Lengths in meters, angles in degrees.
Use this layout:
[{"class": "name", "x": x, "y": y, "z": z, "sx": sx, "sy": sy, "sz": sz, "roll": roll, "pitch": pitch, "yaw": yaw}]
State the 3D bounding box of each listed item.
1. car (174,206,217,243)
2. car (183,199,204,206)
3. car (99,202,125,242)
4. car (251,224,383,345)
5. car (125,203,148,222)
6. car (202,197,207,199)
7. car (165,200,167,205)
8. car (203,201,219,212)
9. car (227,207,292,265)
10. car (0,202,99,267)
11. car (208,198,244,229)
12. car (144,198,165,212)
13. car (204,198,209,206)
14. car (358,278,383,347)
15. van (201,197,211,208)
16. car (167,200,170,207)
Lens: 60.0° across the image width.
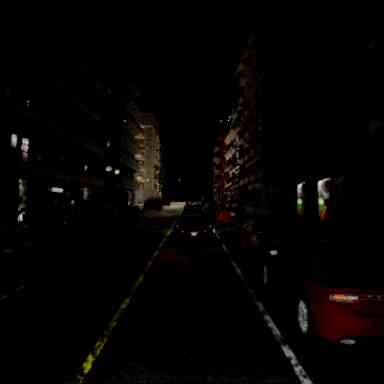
[{"class": "car", "x": 0.078, "y": 1.667, "z": 16.891, "sx": 1.812, "sy": 1.442, "sz": 4.674, "roll": 0, "pitch": 0, "yaw": 0}, {"class": "car", "x": 0.086, "y": 1.794, "z": 34.612, "sx": 2.128, "sy": 1.511, "sz": 4.902, "roll": 0, "pitch": -1, "yaw": 0}, {"class": "car", "x": -5.299, "y": 1.462, "z": 17.621, "sx": 2.192, "sy": 1.841, "sz": 5.009, "roll": 1, "pitch": 0, "yaw": 0}, {"class": "car", "x": 2.581, "y": 1.599, "z": 6.501, "sx": 1.887, "sy": 1.381, "sz": 4.507, "roll": 1, "pitch": 0, "yaw": 0}, {"class": "car", "x": -5.311, "y": 1.812, "z": 28.681, "sx": 1.947, "sy": 1.339, "sz": 4.313, "roll": 1, "pitch": -1, "yaw": 0}, {"class": "car", "x": 2.527, "y": 1.842, "z": 56.283, "sx": 2.192, "sy": 1.841, "sz": 5.009, "roll": 1, "pitch": -1, "yaw": 0}, {"class": "car", "x": -5.322, "y": 2.012, "z": 50.801, "sx": 1.887, "sy": 1.381, "sz": 4.507, "roll": 1, "pitch": -1, "yaw": 0}, {"class": "car", "x": 2.527, "y": 1.991, "z": 45.218, "sx": 1.802, "sy": 1.307, "sz": 4.206, "roll": 1, "pitch": -1, "yaw": 0}, {"class": "car", "x": 2.588, "y": 1.540, "z": 12.034, "sx": 1.967, "sy": 1.590, "sz": 4.097, "roll": 1, "pitch": 0, "yaw": 0}, {"class": "car", "x": -5.297, "y": 1.415, "z": 12.091, "sx": 2.192, "sy": 1.841, "sz": 5.009, "roll": 1, "pitch": 0, "yaw": 0}, {"class": "car", "x": 2.544, "y": 1.511, "z": 23.096, "sx": 2.192, "sy": 1.841, "sz": 5.009, "roll": 1, "pitch": -1, "yaw": 0}, {"class": "car", "x": -5.313, "y": 1.724, "z": 45.272, "sx": 2.192, "sy": 1.841, "sz": 5.009, "roll": 1, "pitch": -1, "yaw": 0}, {"class": "car", "x": 2.535, "y": 1.739, "z": 34.158, "sx": 1.967, "sy": 1.590, "sz": 4.097, "roll": 1, "pitch": -1, "yaw": 0}, {"class": "car", "x": 2.583, "y": 1.554, "z": 0.971, "sx": 1.887, "sy": 1.381, "sz": 4.507, "roll": 1, "pitch": 0, "yaw": 0}, {"class": "van", "x": 2.524, "y": 1.930, "z": 61.814, "sx": 1.690, "sy": 1.788, "sz": 3.998, "roll": 1, "pitch": -1, "yaw": 0}, {"class": "car", "x": -5.331, "y": 2.235, "z": 67.394, "sx": 1.802, "sy": 1.307, "sz": 4.206, "roll": 1, "pitch": -1, "yaw": 0}]
